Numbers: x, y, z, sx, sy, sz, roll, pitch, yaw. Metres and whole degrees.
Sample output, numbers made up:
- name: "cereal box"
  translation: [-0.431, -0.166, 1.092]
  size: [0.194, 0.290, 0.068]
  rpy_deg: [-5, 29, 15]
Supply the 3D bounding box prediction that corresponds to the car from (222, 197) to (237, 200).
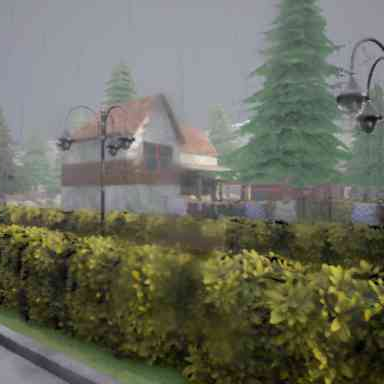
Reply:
- name: "car"
  translation: [7.078, 1.699, 61.585]
  size: [5.357, 1.411, 2.033]
  rpy_deg: [0, 0, -40]
